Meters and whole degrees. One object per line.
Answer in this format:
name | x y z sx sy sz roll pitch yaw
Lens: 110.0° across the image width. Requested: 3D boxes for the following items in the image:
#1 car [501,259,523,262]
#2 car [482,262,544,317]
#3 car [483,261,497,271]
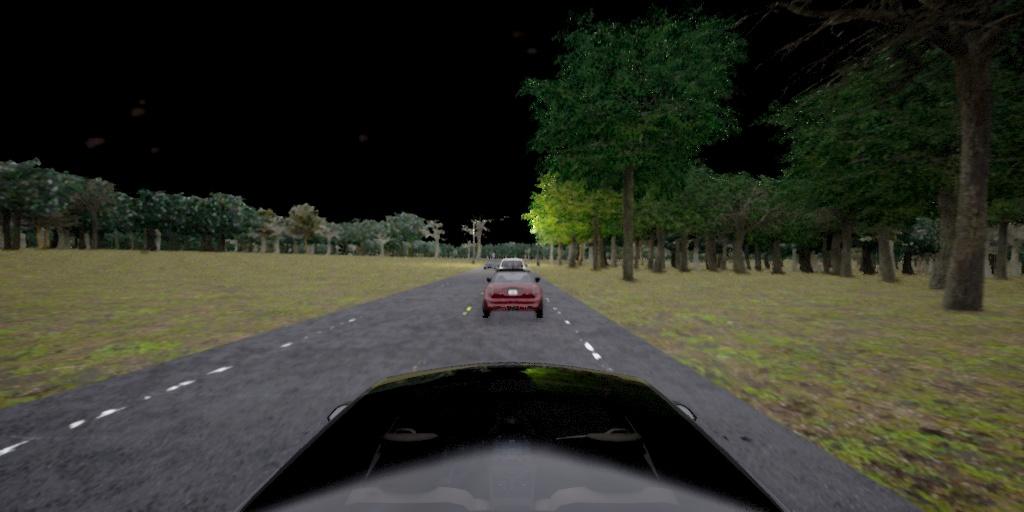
car | 0.042 1.224 27.965 2.150 2.045 5.566 0 0 1
car | 0.052 1.239 14.001 2.097 1.767 4.553 0 -1 1
car | -3.541 1.622 58.703 1.994 1.385 4.181 0 0 0
